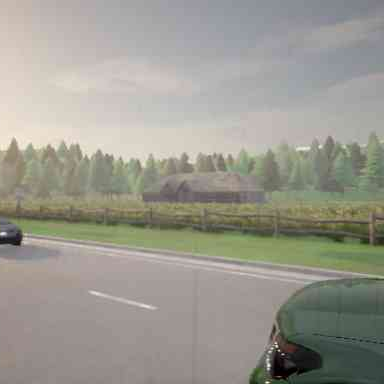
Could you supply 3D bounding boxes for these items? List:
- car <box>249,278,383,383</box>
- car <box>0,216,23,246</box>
[{"bbox_3d":[3.108,1.205,1.777,5.566,2.045,2.150,-1,0,35],"label":"car"},{"bbox_3d":[-9.515,1.736,15.059,4.181,1.385,1.994,-1,0,36],"label":"car"}]
